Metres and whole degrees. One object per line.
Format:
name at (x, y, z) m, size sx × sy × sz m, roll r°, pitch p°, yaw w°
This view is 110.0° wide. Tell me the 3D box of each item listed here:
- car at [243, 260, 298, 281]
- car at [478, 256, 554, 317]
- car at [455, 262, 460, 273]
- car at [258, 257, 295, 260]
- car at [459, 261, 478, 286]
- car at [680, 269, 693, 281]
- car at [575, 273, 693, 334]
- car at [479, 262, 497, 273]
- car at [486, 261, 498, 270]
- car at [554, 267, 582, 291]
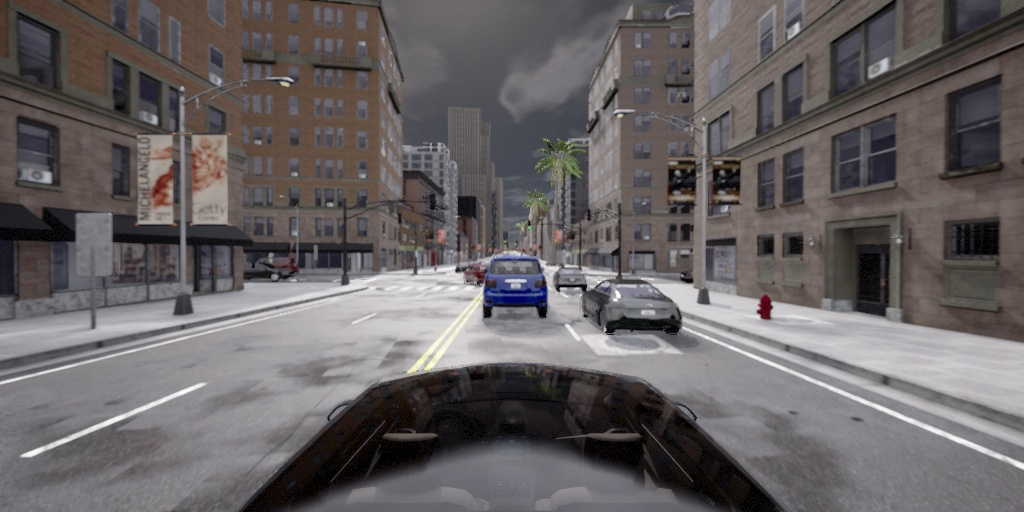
car at (-20.861, 1.297, 29.841) m, size 4.892 × 1.490 × 1.837 m, roll 1°, pitch 0°, yaw -9°
car at (0.102, 1.041, 13.674) m, size 2.150 × 2.045 × 5.566 m, roll 0°, pitch -1°, yaw 0°
car at (-6.579, 1.514, 49.251) m, size 1.882 × 1.535 × 5.008 m, roll 0°, pitch 0°, yaw 0°
car at (-23.885, 1.042, 35.224) m, size 5.009 × 1.841 × 2.192 m, roll 0°, pitch 0°, yaw -9°
car at (-2.342, 1.411, 27.718) m, size 1.882 × 1.535 × 5.008 m, roll 0°, pitch 0°, yaw -23°
car at (16.216, 1.685, 29.715) m, size 4.313 × 1.339 × 1.948 m, roll 0°, pitch 0°, yaw 0°
car at (3.344, 1.369, 10.789) m, size 1.994 × 1.385 × 4.181 m, roll 0°, pitch 0°, yaw 0°
car at (-3.330, 1.594, 50.800) m, size 2.033 × 1.411 × 5.357 m, roll 0°, pitch 0°, yaw 0°
car at (-3.291, 1.628, 60.271) m, size 1.812 × 1.442 × 4.674 m, roll 0°, pitch 0°, yaw 1°
car at (3.613, 1.425, 22.788) m, size 2.033 × 1.411 × 5.357 m, roll 0°, pitch 0°, yaw 4°
